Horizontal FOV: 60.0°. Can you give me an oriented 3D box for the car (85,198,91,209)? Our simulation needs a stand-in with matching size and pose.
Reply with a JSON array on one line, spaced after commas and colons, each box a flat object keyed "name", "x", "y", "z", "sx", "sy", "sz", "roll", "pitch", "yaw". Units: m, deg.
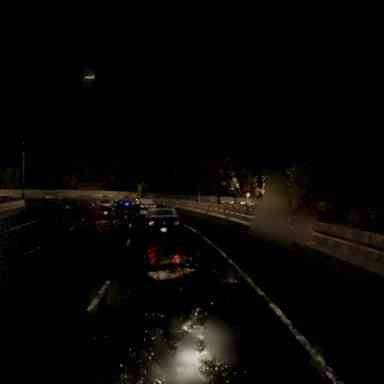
[{"name": "car", "x": -12.458, "y": 1.429, "z": 42.632, "sx": 1.812, "sy": 1.442, "sz": 4.674, "roll": 0, "pitch": 0, "yaw": -23}]

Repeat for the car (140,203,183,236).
[{"name": "car", "x": -1.714, "y": 1.531, "z": 18.224, "sx": 1.895, "sy": 1.301, "sz": 4.718, "roll": -1, "pitch": 0, "yaw": -10}]

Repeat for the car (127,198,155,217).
[{"name": "car", "x": -4.336, "y": 1.388, "z": 30.222, "sx": 2.128, "sy": 1.511, "sz": 4.902, "roll": -1, "pitch": 0, "yaw": -17}]

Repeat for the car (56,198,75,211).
[{"name": "car", "x": -15.353, "y": 1.443, "z": 40.575, "sx": 1.837, "sy": 1.490, "sz": 4.892, "roll": -1, "pitch": 1, "yaw": -23}]

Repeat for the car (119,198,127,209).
[{"name": "car", "x": -8.778, "y": 1.438, "z": 42.913, "sx": 1.994, "sy": 1.385, "sz": 4.181, "roll": -1, "pitch": 0, "yaw": -23}]

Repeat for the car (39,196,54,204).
[{"name": "car", "x": -26.418, "y": 1.425, "z": 60.486, "sx": 2.128, "sy": 1.511, "sz": 4.902, "roll": -1, "pitch": 0, "yaw": -36}]

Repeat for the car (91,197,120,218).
[{"name": "car", "x": -7.674, "y": 1.433, "z": 29.188, "sx": 1.837, "sy": 1.490, "sz": 4.892, "roll": -1, "pitch": 0, "yaw": -17}]
